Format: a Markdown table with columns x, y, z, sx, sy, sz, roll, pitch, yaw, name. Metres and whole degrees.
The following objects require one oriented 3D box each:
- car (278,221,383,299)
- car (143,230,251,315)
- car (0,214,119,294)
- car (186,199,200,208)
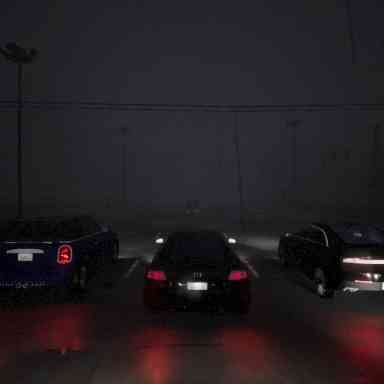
| x | y | z | sx | sy | sz | roll | pitch | yaw | name |
| --- | --- | --- | --- | --- | --- | --- | --- | --- | --- |
| 3.595 | 1.492 | 8.447 | 2.128 | 1.511 | 4.902 | 0 | 0 | 0 | car |
| 0.092 | 1.564 | 7.636 | 1.994 | 1.385 | 4.181 | 0 | 0 | 0 | car |
| -3.406 | 1.352 | 8.929 | 2.097 | 1.767 | 4.553 | 0 | 0 | 0 | car |
| 0.078 | 1.601 | 46.410 | 1.895 | 1.301 | 4.718 | 0 | 0 | 0 | car |
